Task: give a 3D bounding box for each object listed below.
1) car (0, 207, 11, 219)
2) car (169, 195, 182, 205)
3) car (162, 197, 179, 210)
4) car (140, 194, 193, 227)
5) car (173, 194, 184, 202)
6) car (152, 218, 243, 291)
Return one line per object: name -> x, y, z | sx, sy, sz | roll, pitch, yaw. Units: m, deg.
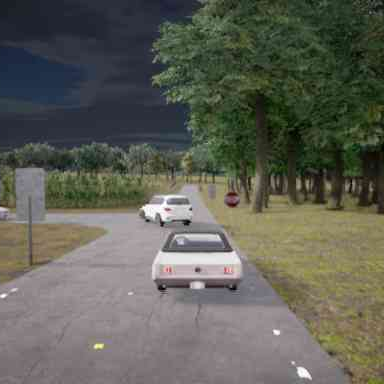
car -> -16.607, 1.442, 25.667 | 4.674, 1.442, 1.812 | 0, 2, -6
car -> -2.695, 1.256, 53.754 | 1.812, 1.442, 4.674 | 0, 1, 1
car -> -2.730, 1.432, 42.647 | 1.812, 1.442, 4.674 | 0, 1, 0
car -> -1.901, 1.255, 23.448 | 2.150, 2.045, 5.566 | 0, 0, -26
car -> -2.613, 1.059, 65.006 | 1.994, 1.385, 4.181 | 0, 2, 1
car -> 0.124, 1.625, 9.014 | 1.895, 1.301, 4.718 | 0, 0, 0
